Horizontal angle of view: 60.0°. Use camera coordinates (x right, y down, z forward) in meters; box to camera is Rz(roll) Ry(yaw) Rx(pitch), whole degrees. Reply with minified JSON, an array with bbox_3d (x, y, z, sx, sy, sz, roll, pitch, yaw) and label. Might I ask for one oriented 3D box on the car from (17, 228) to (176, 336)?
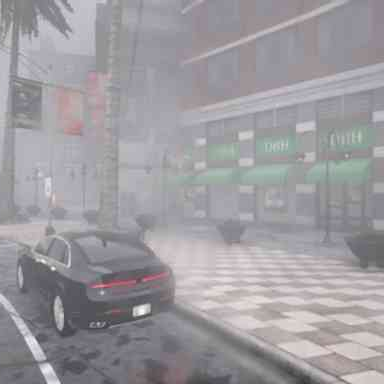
[{"bbox_3d":[-2.244,1.521,6.880,1.837,1.490,4.892,0,0,-38],"label":"car"}]
